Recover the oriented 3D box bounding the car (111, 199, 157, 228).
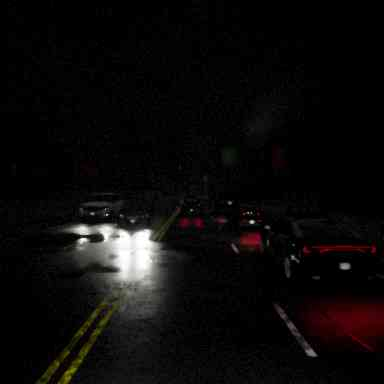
[{"bbox_3d":[-3.324,1.356,21.141,2.128,1.511,4.902,0,0,0],"label":"car"}]

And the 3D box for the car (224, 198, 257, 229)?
[{"bbox_3d":[3.273,1.371,20.558,1.837,1.490,4.892,0,0,0],"label":"car"}]

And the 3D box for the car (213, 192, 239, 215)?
[{"bbox_3d":[3.285,1.041,31.595,2.150,2.045,5.566,0,0,0],"label":"car"}]

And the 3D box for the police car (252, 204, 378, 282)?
[{"bbox_3d":[3.261,1.355,9.659,1.930,1.638,5.238,0,0,0],"label":"police car"}]

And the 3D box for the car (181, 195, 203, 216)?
[{"bbox_3d":[-0.007,1.315,30.286,2.128,1.511,4.902,0,0,0],"label":"car"}]

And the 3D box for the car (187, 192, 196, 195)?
[{"bbox_3d":[-0.111,0.829,68.839,1.812,1.442,4.674,0,0,0],"label":"car"}]

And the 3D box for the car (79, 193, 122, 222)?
[{"bbox_3d":[-6.569,1.069,24.740,2.150,2.045,5.566,0,0,0],"label":"car"}]
